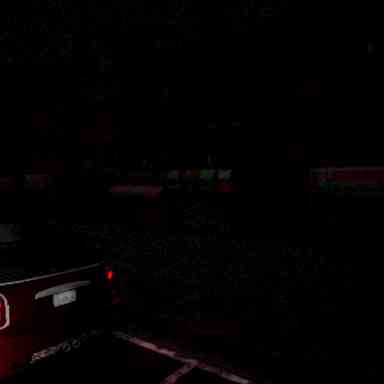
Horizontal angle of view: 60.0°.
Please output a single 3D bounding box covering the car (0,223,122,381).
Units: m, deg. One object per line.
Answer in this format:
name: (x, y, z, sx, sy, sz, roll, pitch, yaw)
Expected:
car: (-3.271, 1.280, 5.279, 4.553, 1.767, 2.097, 1, 1, 35)
